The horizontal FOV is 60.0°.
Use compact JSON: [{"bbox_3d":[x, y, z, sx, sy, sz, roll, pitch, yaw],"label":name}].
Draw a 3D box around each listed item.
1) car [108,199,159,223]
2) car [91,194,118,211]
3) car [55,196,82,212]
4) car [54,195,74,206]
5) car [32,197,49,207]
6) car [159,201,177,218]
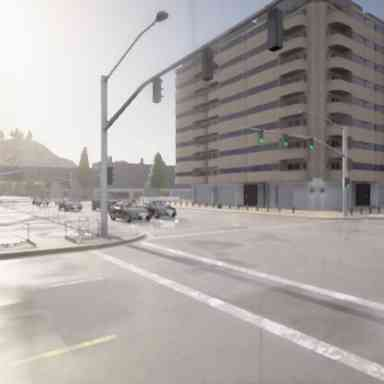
[{"bbox_3d":[-4.873,1.534,25.949,2.128,1.511,4.902,0,0,-35],"label":"car"},{"bbox_3d":[-10.191,1.254,39.489,2.150,2.045,5.566,0,1,-35],"label":"car"},{"bbox_3d":[-14.536,1.534,39.569,2.128,1.511,4.902,0,0,-35],"label":"car"},{"bbox_3d":[-21.285,1.388,55.271,2.097,1.767,4.553,0,0,-35],"label":"car"},{"bbox_3d":[-24.478,1.546,53.736,2.128,1.511,4.902,0,0,-35],"label":"car"},{"bbox_3d":[-3.210,1.530,29.655,2.128,1.511,4.902,0,0,-35],"label":"car"}]
